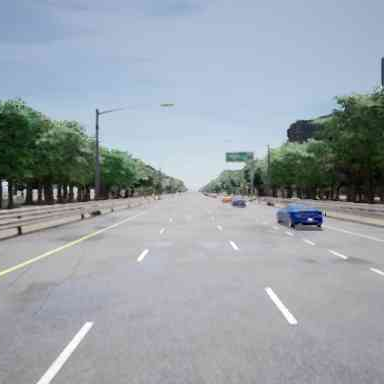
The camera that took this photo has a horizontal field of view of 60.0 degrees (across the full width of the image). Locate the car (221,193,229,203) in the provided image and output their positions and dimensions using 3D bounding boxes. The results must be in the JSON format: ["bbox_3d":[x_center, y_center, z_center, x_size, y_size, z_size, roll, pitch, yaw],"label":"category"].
[{"bbox_3d":[7.252,1.329,69.318,2.097,1.767,4.553,0,0,0],"label":"car"}]

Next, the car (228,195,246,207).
[{"bbox_3d":[7.138,1.527,51.473,1.812,1.442,4.674,0,0,0],"label":"car"}]

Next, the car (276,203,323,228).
[{"bbox_3d":[7.025,1.496,22.164,1.882,1.535,5.008,0,0,0],"label":"car"}]
